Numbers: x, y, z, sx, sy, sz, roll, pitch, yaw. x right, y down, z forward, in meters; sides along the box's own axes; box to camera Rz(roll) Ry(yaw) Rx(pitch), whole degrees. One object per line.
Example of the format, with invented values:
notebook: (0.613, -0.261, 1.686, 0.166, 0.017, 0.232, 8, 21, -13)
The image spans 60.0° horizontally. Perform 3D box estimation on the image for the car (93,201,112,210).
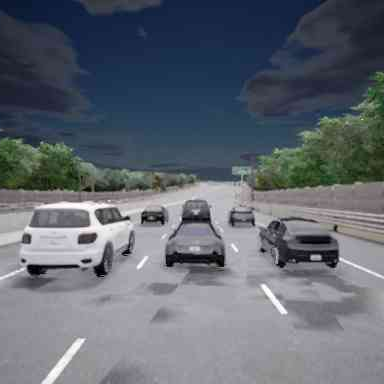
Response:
car: (-15.964, 2.397, 59.364, 1.812, 1.442, 4.674, 0, -1, 3)

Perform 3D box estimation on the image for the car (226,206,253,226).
car: (3.898, 1.880, 26.848, 2.128, 1.511, 4.902, 0, -1, 2)

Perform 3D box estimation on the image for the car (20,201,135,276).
car: (-3.393, 1.365, 10.954, 2.150, 2.045, 5.566, 0, -1, 1)

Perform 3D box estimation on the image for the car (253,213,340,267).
car: (3.630, 1.667, 12.023, 1.837, 1.490, 4.892, 0, 0, 1)

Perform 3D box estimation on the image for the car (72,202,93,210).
car: (-19.457, 2.470, 59.471, 1.895, 1.301, 4.718, 0, -1, 3)

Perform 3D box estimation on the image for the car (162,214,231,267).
car: (0.133, 1.725, 12.124, 1.994, 1.385, 4.181, 0, -1, 1)

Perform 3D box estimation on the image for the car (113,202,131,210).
car: (-12.469, 2.438, 59.307, 1.994, 1.385, 4.181, 0, -1, 4)

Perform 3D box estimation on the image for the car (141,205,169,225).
car: (-3.060, 1.882, 28.227, 1.882, 1.535, 5.008, 0, -1, 2)

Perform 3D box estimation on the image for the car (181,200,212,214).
car: (0.363, 1.594, 25.861, 2.150, 2.045, 5.566, 0, -1, 2)
